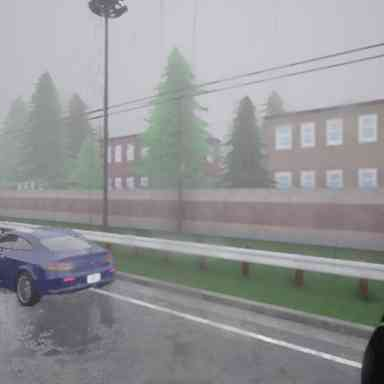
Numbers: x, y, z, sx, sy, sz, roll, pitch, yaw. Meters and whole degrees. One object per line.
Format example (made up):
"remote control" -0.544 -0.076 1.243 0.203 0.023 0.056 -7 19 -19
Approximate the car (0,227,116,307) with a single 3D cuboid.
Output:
"car" -3.818 1.579 8.124 4.674 1.442 1.812 0 -1 37

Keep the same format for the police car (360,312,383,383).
"police car" 4.056 1.468 2.139 5.238 1.638 1.930 0 -1 37
